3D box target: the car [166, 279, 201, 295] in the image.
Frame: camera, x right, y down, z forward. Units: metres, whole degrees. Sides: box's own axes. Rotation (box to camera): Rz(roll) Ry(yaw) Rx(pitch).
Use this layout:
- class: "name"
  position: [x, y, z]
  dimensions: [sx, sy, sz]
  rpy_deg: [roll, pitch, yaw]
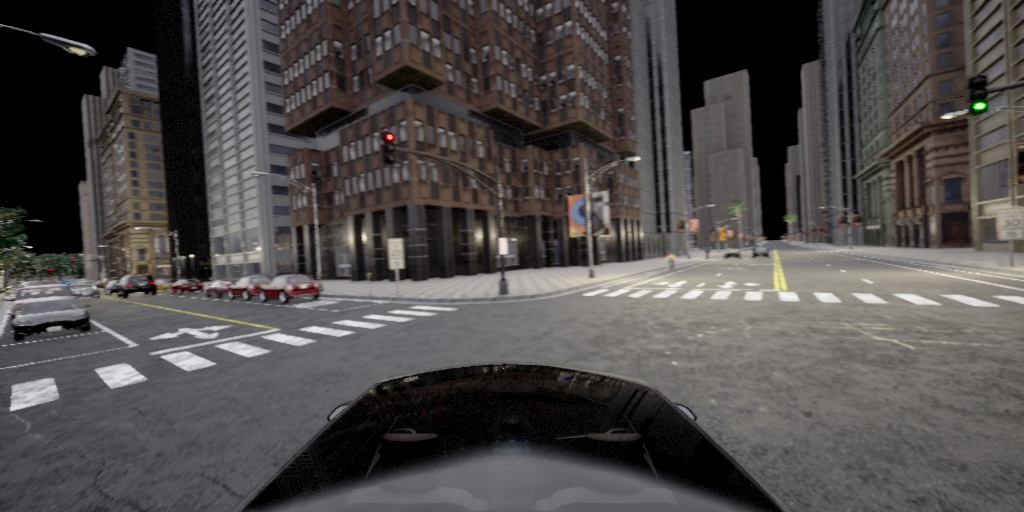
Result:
- class: "car"
  position: [-30.514, 2.838, 33.754]
  dimensions: [4.507, 1.381, 1.888]
  rpy_deg: [0, 0, 36]

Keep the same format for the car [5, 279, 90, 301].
- class: "car"
  position: [-22.408, 2.300, 17.273]
  dimensions: [5.009, 1.841, 2.192]
  rpy_deg: [0, 0, 36]

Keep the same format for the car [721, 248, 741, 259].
- class: "car"
  position: [30.875, -0.248, 50.202]
  dimensions: [1.895, 1.301, 4.718]
  rpy_deg: [-3, 0, 36]

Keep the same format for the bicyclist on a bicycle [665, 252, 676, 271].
- class: "bicyclist on a bicycle"
  position: [13.442, 0.473, 30.264]
  dimensions: [0.866, 1.612, 1.509]
  rpy_deg: [-3, 0, 36]

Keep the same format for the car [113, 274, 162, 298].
- class: "car"
  position: [-35.666, 2.822, 34.079]
  dimensions: [5.566, 2.045, 2.150]
  rpy_deg: [-3, 1, 37]

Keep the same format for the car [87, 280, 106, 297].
- class: "car"
  position: [-40.929, 3.413, 34.200]
  dimensions: [4.902, 1.511, 2.128]
  rpy_deg: [-3, 1, 36]

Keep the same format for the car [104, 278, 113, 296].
- class: "car"
  position: [-44.193, 3.558, 40.301]
  dimensions: [4.892, 1.490, 1.837]
  rpy_deg: [-3, 1, 36]

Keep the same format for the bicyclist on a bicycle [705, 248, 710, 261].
- class: "bicyclist on a bicycle"
  position: [25.195, -0.195, 46.252]
  dimensions: [0.659, 1.776, 1.843]
  rpy_deg: [-3, 0, 36]

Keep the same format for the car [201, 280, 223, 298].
- class: "car"
  position: [-21.764, 2.415, 27.355]
  dimensions: [4.207, 1.307, 1.802]
  rpy_deg: [0, 0, 36]

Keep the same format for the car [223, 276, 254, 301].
- class: "car"
  position: [-17.390, 2.043, 24.155]
  dimensions: [4.097, 1.591, 1.967]
  rpy_deg: [0, 0, 36]

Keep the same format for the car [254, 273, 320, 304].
- class: "car"
  position: [-13.015, 1.814, 20.955]
  dimensions: [4.097, 1.591, 1.967]
  rpy_deg: [0, 0, 36]

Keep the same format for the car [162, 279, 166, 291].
- class: "car"
  position: [-39.400, 3.280, 40.255]
  dimensions: [4.829, 1.417, 1.751]
  rpy_deg: [0, 0, 36]

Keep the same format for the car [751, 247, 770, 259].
- class: "car"
  position: [33.507, -0.497, 48.307]
  dimensions: [1.882, 1.535, 5.008]
  rpy_deg: [-3, 0, 36]

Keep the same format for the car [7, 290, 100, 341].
- class: "car"
  position: [-18.032, 2.322, 14.073]
  dimensions: [4.313, 1.339, 1.948]
  rpy_deg: [0, 0, 36]
